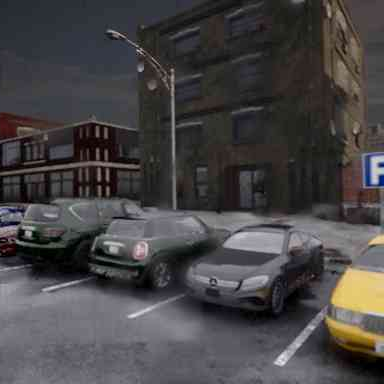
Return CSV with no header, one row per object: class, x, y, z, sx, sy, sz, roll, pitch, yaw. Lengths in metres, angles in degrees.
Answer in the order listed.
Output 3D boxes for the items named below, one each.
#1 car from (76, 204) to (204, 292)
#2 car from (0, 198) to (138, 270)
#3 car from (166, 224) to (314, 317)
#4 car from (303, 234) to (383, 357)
car,-0.550,1.332,9.314,2.185,1.767,4.553,0,0,36
car,-2.756,1.202,10.966,2.435,2.045,5.566,0,0,36
car,1.712,1.507,7.741,2.002,1.452,4.674,0,0,36
car,3.846,1.476,5.983,1.946,1.575,5.366,0,0,36
